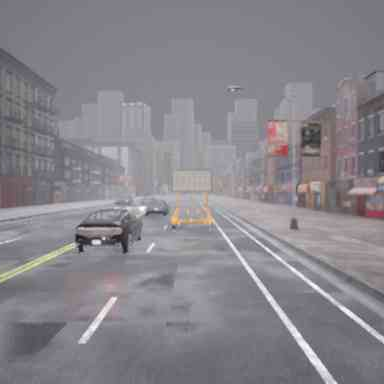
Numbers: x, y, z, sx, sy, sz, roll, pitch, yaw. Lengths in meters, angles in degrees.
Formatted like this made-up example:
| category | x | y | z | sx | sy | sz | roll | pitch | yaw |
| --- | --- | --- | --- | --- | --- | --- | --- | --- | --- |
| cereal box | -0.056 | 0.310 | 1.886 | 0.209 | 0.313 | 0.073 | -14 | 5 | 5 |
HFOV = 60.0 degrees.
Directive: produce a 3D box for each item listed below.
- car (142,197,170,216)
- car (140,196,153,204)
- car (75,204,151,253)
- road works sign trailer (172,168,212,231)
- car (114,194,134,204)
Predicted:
| category | x | y | z | sx | sy | sz | roll | pitch | yaw |
| --- | --- | --- | --- | --- | --- | --- | --- | --- | --- |
| car | -3.149 | 1.452 | 31.207 | 1.994 | 1.385 | 4.181 | 0 | 0 | 0 |
| car | -6.569 | 1.328 | 49.676 | 2.128 | 1.511 | 4.902 | 0 | 0 | 0 |
| car | -3.151 | 1.435 | 13.411 | 2.128 | 1.511 | 4.902 | 0 | 0 | 0 |
| road works sign trailer | 0.002 | 0.386 | 19.770 | 2.380 | 3.560 | 2.880 | 0 | 0 | 0 |
| car | -9.819 | 1.190 | 48.349 | 2.097 | 1.767 | 4.553 | 0 | 0 | 0 |
